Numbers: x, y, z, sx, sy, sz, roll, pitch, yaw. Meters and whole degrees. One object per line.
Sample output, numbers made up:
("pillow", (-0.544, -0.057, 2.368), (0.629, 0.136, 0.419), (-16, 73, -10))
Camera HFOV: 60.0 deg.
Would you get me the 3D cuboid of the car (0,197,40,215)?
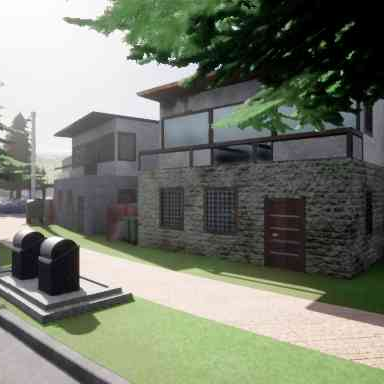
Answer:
("car", (-16.793, 1.496, 31.774), (5.008, 1.535, 1.882), (0, 0, -31))
